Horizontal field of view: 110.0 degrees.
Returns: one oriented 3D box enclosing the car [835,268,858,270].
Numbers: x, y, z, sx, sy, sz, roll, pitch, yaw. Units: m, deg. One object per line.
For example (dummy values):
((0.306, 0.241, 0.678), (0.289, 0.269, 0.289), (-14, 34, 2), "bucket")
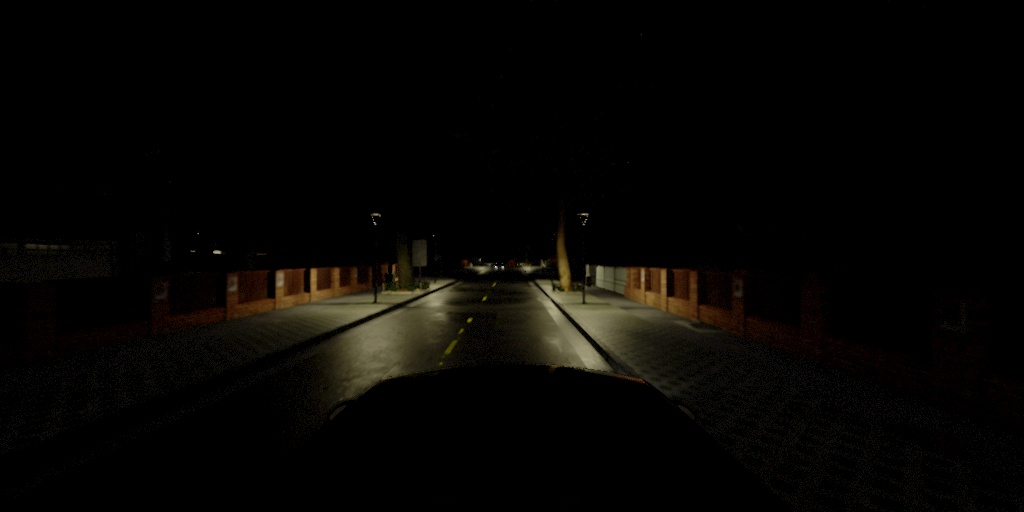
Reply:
((36.393, 2.010, 39.476), (4.674, 1.442, 1.812), (0, 0, 0), "car")
